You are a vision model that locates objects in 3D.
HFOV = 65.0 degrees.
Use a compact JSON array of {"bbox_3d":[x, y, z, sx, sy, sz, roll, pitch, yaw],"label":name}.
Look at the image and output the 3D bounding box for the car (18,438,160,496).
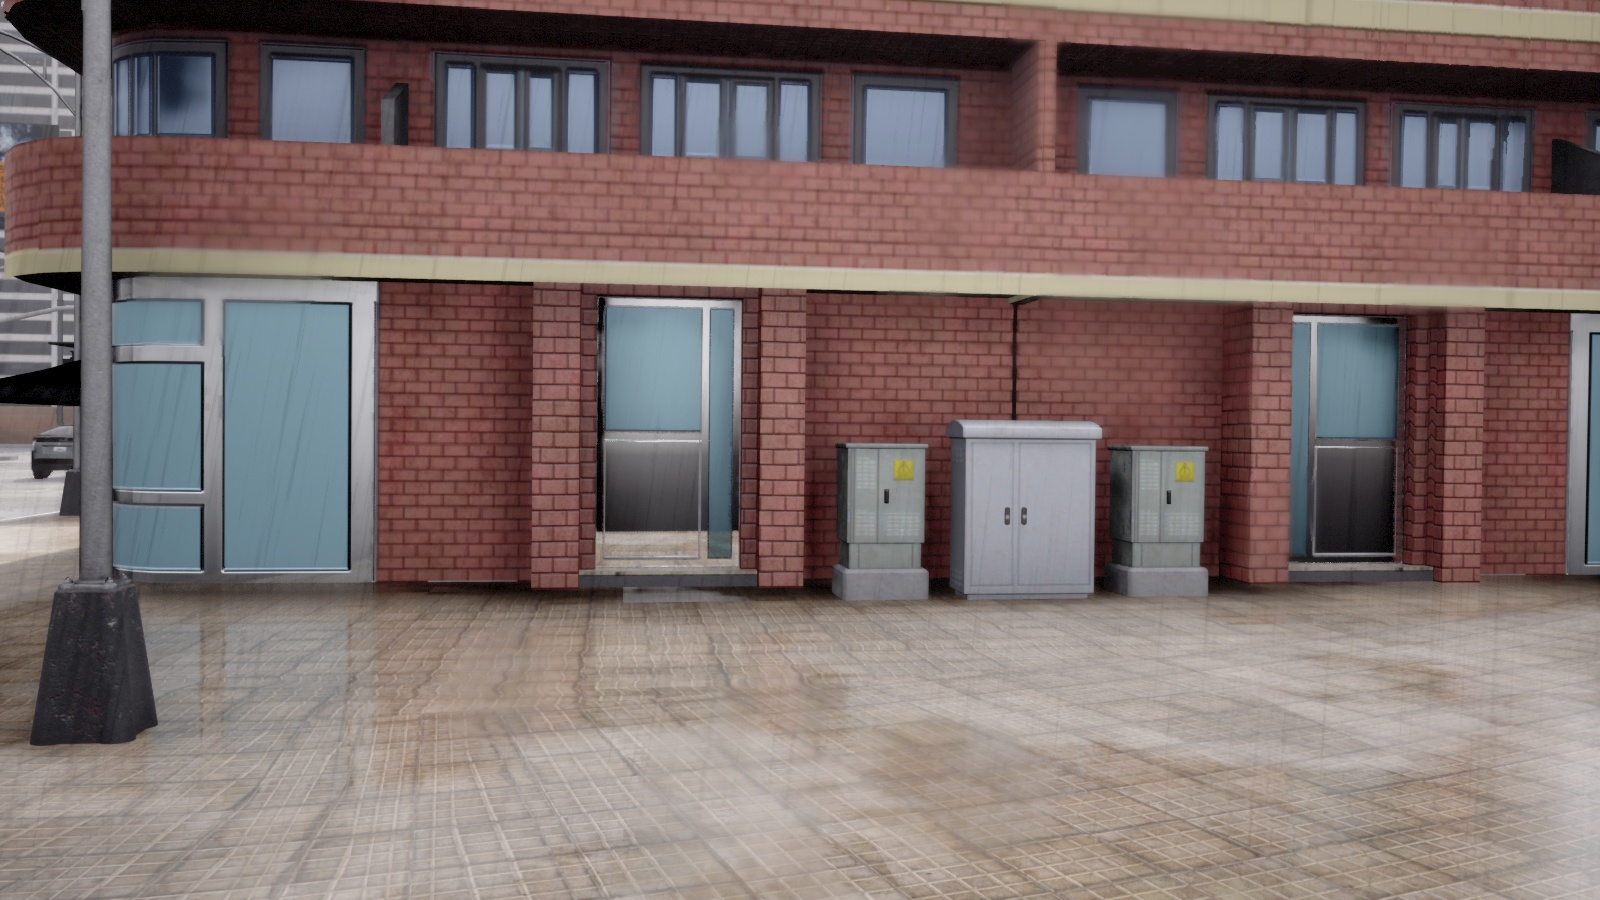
[{"bbox_3d":[-20.368,0.432,36.215,2.007,1.525,4.514,-1,1,-8],"label":"car"}]
